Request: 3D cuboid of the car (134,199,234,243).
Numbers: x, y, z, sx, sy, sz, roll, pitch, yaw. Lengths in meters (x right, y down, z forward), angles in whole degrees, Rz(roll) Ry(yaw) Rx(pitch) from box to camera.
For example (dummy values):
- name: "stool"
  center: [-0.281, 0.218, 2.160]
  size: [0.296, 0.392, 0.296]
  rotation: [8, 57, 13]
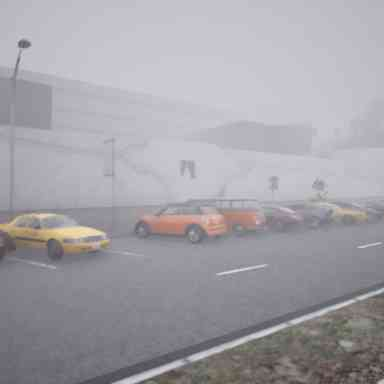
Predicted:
- name: "car"
  center: [-0.652, 1.353, 16.119]
  size: [4.553, 1.767, 2.185]
  rotation: [-1, 0, 34]

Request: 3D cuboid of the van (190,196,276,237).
- name: "van"
  center: [1.858, 1.241, 17.813]
  size: [4.442, 1.987, 1.878]
  rotation: [-1, -1, 35]

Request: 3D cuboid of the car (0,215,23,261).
- name: "car"
  center: [-7.989, 1.524, 10.957]
  size: [4.792, 1.488, 2.163]
  rotation: [-1, 0, 35]

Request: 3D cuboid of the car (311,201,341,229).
- name: "car"
  center: [6.591, 1.462, 21.347]
  size: [4.792, 1.488, 2.163]
  rotation: [-1, 0, 35]

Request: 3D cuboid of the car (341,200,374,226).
- name: "car"
  center: [9.205, 1.398, 22.967]
  size: [5.366, 1.575, 1.946]
  rotation: [-1, -1, 35]

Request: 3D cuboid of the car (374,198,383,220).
- name: "car"
  center: [11.505, 1.404, 24.784]
  size: [4.792, 1.488, 2.163]
  rotation: [-1, -1, 35]

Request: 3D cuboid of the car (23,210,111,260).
- name: "car"
  center: [-5.380, 1.485, 12.571]
  size: [5.366, 1.575, 1.946]
  rotation: [-1, -1, 35]

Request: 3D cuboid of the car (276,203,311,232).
- name: "car"
  center: [4.189, 1.490, 19.597]
  size: [4.674, 1.452, 2.002]
  rotation: [-1, 0, 35]
